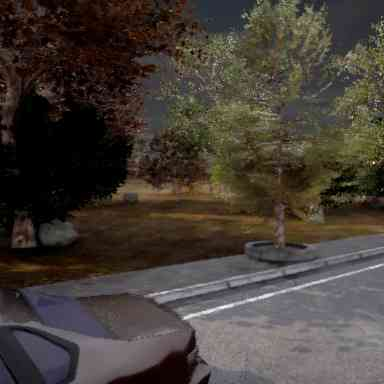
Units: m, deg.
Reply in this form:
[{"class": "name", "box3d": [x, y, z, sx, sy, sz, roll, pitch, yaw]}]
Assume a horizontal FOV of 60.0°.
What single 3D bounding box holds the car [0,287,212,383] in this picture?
[{"class": "car", "box3d": [-2.381, 1.550, 2.292, 5.357, 1.411, 2.033, 0, 0, -36]}]
